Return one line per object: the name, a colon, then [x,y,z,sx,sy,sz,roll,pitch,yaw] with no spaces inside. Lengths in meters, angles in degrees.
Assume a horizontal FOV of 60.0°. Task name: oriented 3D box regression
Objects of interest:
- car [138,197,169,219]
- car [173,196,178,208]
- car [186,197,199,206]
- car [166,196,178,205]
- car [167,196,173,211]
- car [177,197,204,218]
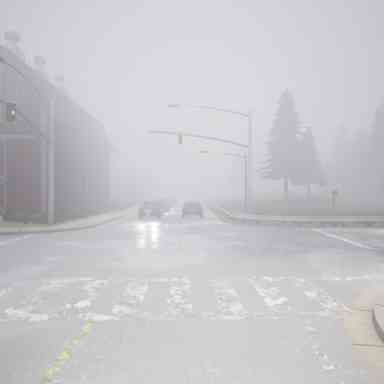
car: [-3.568,1.491,29.596,2.128,1.511,4.902,0,0,0]
car: [-3.539,1.526,49.332,1.812,1.442,4.674,0,0,0]
car: [0.062,1.547,55.877,2.033,1.411,5.357,0,0,0]
car: [-3.486,1.478,59.820,1.882,1.535,5.008,0,0,0]
car: [-3.555,1.505,39.067,1.837,1.490,4.892,0,0,0]
car: [0.033,1.492,30.411,2.128,1.511,4.902,0,0,0]
